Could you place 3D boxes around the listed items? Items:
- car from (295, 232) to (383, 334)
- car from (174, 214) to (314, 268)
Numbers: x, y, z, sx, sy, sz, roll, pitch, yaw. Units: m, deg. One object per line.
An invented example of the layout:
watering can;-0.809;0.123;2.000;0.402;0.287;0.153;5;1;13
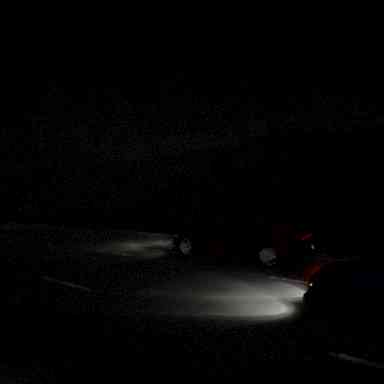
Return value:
car;4.593;1.545;5.015;5.357;1.411;2.033;0;0;36
car;1.626;1.495;11.436;5.008;1.535;1.882;0;0;36
